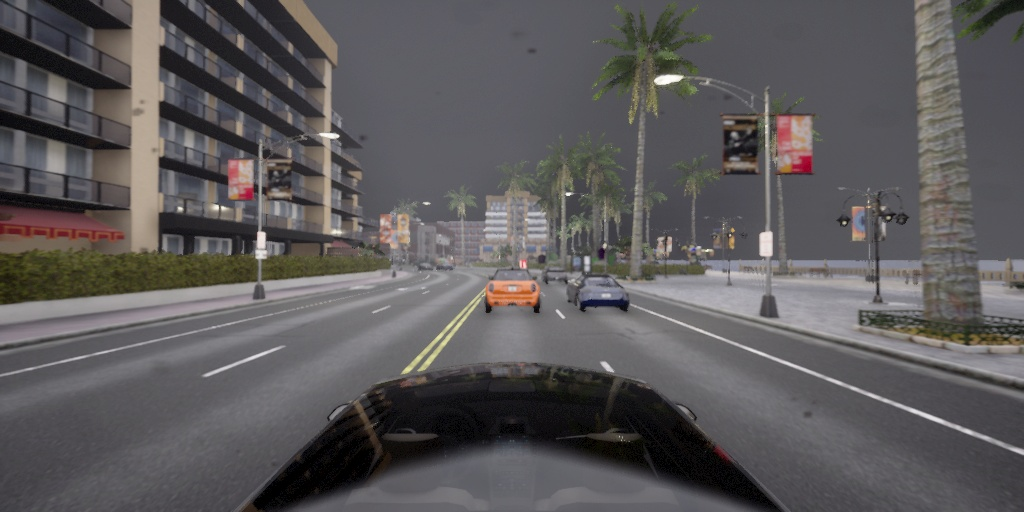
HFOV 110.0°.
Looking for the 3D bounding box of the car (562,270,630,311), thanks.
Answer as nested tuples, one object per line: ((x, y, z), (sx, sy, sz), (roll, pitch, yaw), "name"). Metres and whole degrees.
((3.543, 1.465, 15.408), (1.994, 1.385, 4.181), (0, -1, 1), "car")

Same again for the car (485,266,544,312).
((0.040, 1.250, 15.258), (2.097, 1.767, 4.553), (0, -1, 1), "car")

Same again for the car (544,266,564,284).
((3.510, 1.557, 30.333), (2.128, 1.511, 4.902), (0, 0, -1), "car")

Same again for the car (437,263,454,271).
((-11.852, 1.978, 63.469), (2.033, 1.411, 5.357), (0, -1, -27), "car")

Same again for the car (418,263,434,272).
((-14.730, 1.909, 61.120), (1.837, 1.490, 4.892), (1, -1, -27), "car")
